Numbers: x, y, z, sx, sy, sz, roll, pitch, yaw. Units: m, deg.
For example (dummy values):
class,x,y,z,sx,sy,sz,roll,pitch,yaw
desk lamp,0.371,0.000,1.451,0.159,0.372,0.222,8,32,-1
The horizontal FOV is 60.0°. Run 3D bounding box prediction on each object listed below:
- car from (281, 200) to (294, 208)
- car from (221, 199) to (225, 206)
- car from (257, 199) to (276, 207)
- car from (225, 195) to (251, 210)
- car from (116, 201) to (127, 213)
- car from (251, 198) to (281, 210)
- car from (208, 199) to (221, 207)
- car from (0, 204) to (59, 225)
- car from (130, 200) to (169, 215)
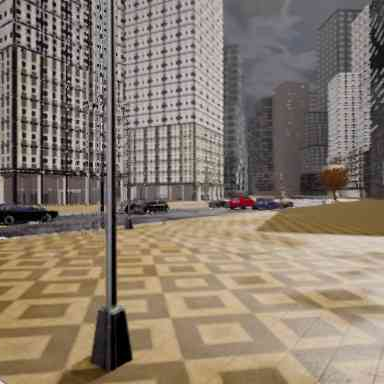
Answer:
class,x,y,z,sx,sy,sz,roll,pitch,yaw
car,15.844,1.927,56.434,1.895,1.301,4.718,0,0,30
car,7.132,1.836,54.671,1.837,1.490,4.892,0,-1,32
car,13.064,1.938,58.118,1.895,1.301,4.718,0,0,30
car,7.437,1.499,49.041,2.150,2.045,5.566,0,0,33
car,-7.015,1.692,39.364,2.128,1.511,4.902,0,0,34
car,10.763,1.624,48.211,2.097,1.767,4.553,0,0,33
car,4.424,1.900,56.466,1.994,1.385,4.181,0,-1,32
car,-12.719,1.695,25.200,1.895,1.301,4.718,0,-1,34
car,-4.519,1.692,37.254,1.837,1.490,4.892,0,0,34
